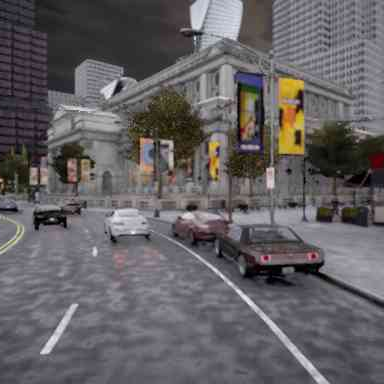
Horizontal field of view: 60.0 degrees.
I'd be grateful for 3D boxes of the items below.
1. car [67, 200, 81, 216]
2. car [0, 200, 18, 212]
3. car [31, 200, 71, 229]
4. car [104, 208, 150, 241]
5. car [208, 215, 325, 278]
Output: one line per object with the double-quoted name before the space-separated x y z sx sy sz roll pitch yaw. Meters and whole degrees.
"car" -12.515 1.567 32.934 2.128 1.511 4.902 0 0 -36
"car" -22.381 1.678 39.991 1.994 1.385 4.181 0 0 -38
"car" -9.723 1.533 22.527 1.882 1.535 5.008 0 0 -28
"car" -3.376 1.555 16.918 1.812 1.442 4.674 0 0 -19
"car" 1.993 1.600 10.228 1.895 1.301 4.718 0 0 -9
